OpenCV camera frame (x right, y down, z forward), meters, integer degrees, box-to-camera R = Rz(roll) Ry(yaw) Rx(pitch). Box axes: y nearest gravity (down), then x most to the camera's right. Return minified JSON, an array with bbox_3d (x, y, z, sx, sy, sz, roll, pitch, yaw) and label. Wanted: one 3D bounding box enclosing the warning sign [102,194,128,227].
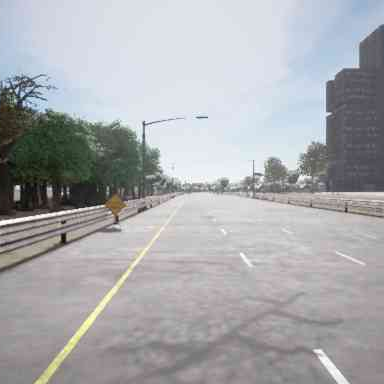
[{"bbox_3d":[-4.544,1.058,19.744,1.300,1.860,1.060,0,1,0],"label":"warning sign"}]
